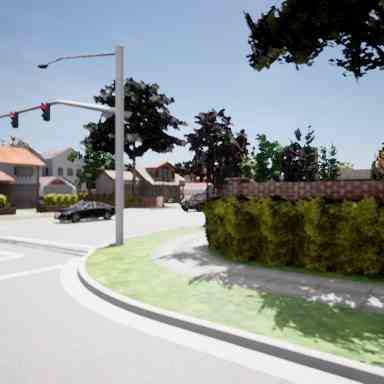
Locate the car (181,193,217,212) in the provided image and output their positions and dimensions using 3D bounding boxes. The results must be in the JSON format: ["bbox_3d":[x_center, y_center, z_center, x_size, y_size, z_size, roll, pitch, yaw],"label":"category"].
[{"bbox_3d":[1.022,1.203,38.337,2.150,2.045,5.566,0,1,35],"label":"car"}]

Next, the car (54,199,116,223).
[{"bbox_3d":[-8.076,1.482,25.373,2.128,1.511,4.902,0,0,35],"label":"car"}]

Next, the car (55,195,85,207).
[{"bbox_3d":[-15.936,1.151,43.404,3.806,1.475,1.970,0,0,36],"label":"car"}]
